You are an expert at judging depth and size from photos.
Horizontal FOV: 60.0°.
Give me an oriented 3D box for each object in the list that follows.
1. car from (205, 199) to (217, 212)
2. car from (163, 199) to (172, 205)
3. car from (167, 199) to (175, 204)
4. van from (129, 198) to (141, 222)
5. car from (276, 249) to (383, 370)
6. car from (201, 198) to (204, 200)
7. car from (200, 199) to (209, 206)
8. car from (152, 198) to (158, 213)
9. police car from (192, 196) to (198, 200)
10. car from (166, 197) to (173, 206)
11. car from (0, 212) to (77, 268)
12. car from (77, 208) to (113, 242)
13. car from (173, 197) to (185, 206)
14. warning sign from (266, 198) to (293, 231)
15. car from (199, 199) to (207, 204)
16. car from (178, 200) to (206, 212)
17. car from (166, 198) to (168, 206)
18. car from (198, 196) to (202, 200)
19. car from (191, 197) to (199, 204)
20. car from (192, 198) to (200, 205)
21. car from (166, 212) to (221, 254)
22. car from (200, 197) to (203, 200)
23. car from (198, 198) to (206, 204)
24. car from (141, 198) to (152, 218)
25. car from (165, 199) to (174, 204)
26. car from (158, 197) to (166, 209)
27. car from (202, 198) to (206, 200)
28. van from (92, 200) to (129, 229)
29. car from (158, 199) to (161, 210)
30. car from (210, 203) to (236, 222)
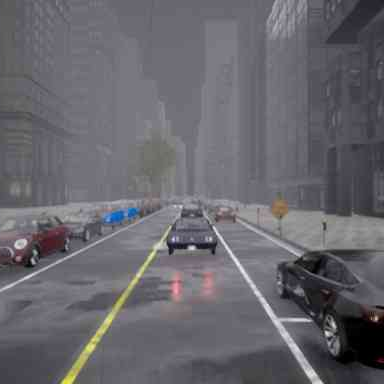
[{"bbox_3d":[2.771,1.929,39.855,2.008,1.369,4.403,0,-1,0],"label":"car"},{"bbox_3d":[-5.745,2.291,79.420,1.752,1.417,4.829,0,-1,0],"label":"car"},{"bbox_3d":[-5.742,2.464,90.943,1.802,1.307,4.206,0,-1,0],"label":"car"},{"bbox_3d":[-5.756,1.611,28.497,1.690,1.788,3.998,0,-1,0],"label":"van"},{"bbox_3d":[2.763,1.622,5.790,1.947,1.339,4.313,0,-1,0],"label":"car"},{"bbox_3d":[2.775,2.069,57.057,1.752,1.417,4.829,0,-1,0],"label":"car"},{"bbox_3d":[2.779,2.276,73.919,1.947,1.339,4.313,0,-1,0],"label":"car"},{"bbox_3d":[-5.754,1.693,39.852,2.192,1.841,5.009,0,-1,0],"label":"car"},{"bbox_3d":[0.917,2.091,69.408,1.930,1.638,5.238,0,-1,0],"label":"police car"},{"bbox_3d":[-5.747,1.968,68.237,2.192,1.841,5.009,0,-1,0],"label":"car"},{"bbox_3d":[-5.760,1.549,11.464,1.967,1.590,4.097,0,-1,0],"label":"car"},{"bbox_3d":[-5.759,1.713,17.141,2.008,1.369,4.403,0,-1,0],"label":"car"},{"bbox_3d":[-2.983,2.231,71.010,1.994,1.385,4.181,0,-1,0],"label":"car"},{"bbox_3d":[5.073,1.298,19.301,1.300,1.860,1.060,0,0,0],"label":"warning sign"},{"bbox_3d":[2.782,2.375,85.273,2.008,1.369,4.403,0,-1,0],"label":"car"},{"bbox_3d":[0.013,1.757,29.489,1.882,1.535,5.008,0,0,0],"label":"car"},{"bbox_3d":[-5.750,2.093,56.881,2.008,1.369,4.403,0,-1,0],"label":"car"},{"bbox_3d":[2.778,2.094,68.243,1.967,1.590,4.097,0,-1,0],"label":"car"},{"bbox_3d":[0.750,2.172,85.260,2.097,1.767,4.553,0,-1,0],"label":"car"},{"bbox_3d":[0.919,2.291,79.297,1.812,1.442,4.674,0,-1,0],"label":"car"},{"bbox_3d":[0.005,1.735,14.113,1.895,1.301,4.718,0,-1,0],"label":"car"},{"bbox_3d":[2.777,2.180,62.564,1.802,1.307,4.206,0,-1,0],"label":"car"},{"bbox_3d":[2.783,2.322,90.951,1.967,1.590,4.097,0,-1,0],"label":"car"},{"bbox_3d":[-5.755,1.639,34.175,2.192,1.841,5.009,0,-1,0],"label":"car"},{"bbox_3d":[-5.743,2.406,85.267,1.802,1.307,4.206,0,-1,0],"label":"car"},{"bbox_3d":[-5.751,1.802,51.206,2.192,1.841,5.009,0,-1,0],"label":"car"},{"bbox_3d":[2.774,2.069,51.209,1.802,1.307,4.206,0,-1,0],"label":"car"},{"bbox_3d":[-5.758,1.557,22.820,1.690,1.788,3.998,0,-1,0],"label":"van"},{"bbox_3d":[-5.752,1.998,45.527,1.947,1.339,4.313,0,-1,0],"label":"car"},{"bbox_3d":[2.769,1.852,28.500,1.802,1.307,4.206,0,-1,0],"label":"car"}]
